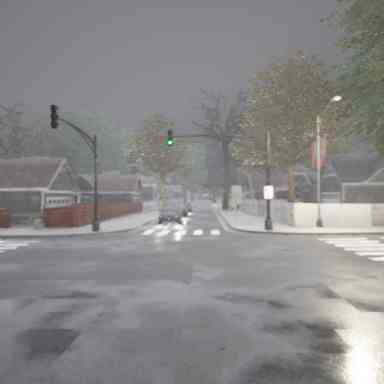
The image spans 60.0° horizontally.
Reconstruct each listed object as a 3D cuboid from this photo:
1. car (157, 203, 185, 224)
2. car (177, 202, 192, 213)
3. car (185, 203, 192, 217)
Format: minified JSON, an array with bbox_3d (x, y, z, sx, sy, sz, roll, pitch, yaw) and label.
[{"bbox_3d":[-1.811,1.901,28.731,1.837,1.490,4.892,0,-1,1],"label":"car"},{"bbox_3d":[-1.035,2.224,48.468,1.994,1.385,4.181,0,-1,3],"label":"car"},{"bbox_3d":[-1.430,2.003,38.446,1.882,1.535,5.008,0,-1,3],"label":"car"}]
